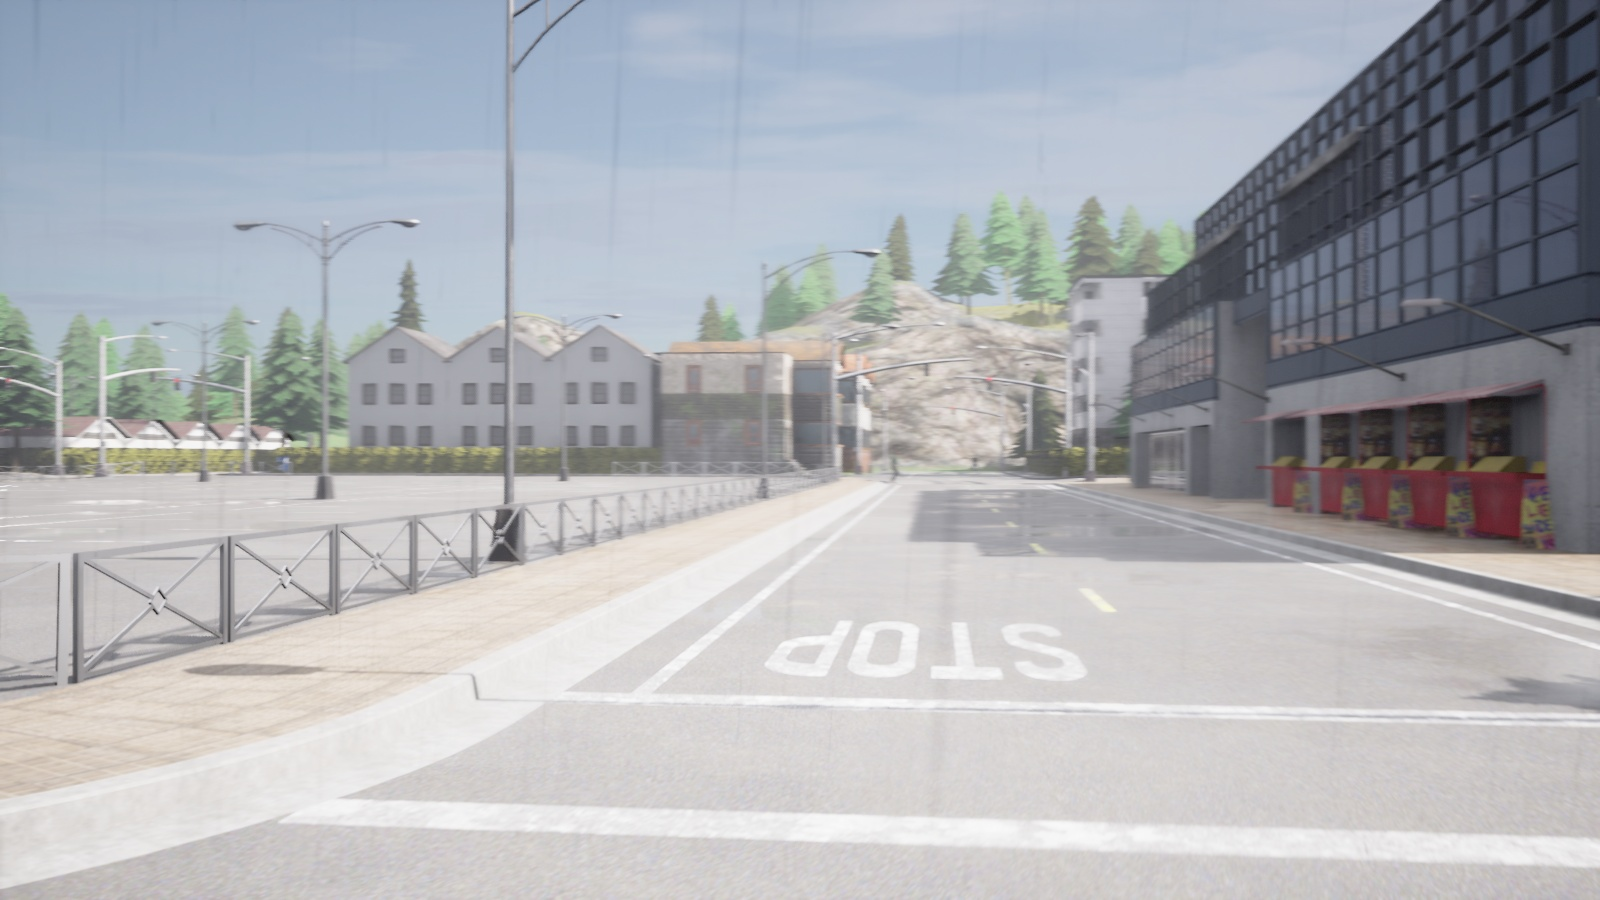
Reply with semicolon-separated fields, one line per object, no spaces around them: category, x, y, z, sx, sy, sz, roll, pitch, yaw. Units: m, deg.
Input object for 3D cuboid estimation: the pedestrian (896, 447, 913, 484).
pedestrian;5.606;0.843;67.369;0.788;1.949;0.423;0;0;26
